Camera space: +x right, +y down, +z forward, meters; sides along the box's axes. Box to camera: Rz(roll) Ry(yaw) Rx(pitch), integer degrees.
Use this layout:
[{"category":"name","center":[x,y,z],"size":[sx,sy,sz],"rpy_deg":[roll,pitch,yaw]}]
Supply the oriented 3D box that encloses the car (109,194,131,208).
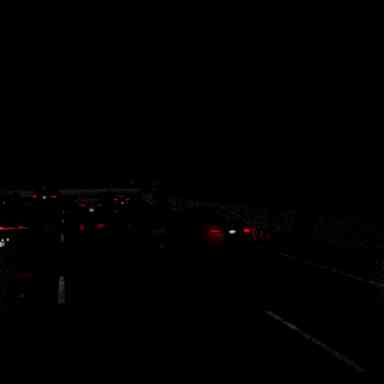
[{"category":"car","center":[-7.768,0.888,35.797],"size":[1.812,1.442,4.674],"rpy_deg":[0,1,-18]}]

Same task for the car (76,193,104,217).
[{"category":"car","center":[-7.859,1.041,25.477],"size":[1.812,1.442,4.674],"rpy_deg":[0,1,-21]}]

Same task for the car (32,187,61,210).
[{"category":"car","center":[-13.754,0.564,31.599],"size":[2.150,2.045,5.566],"rpy_deg":[0,1,-18]}]

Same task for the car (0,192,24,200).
[{"category":"car","center":[-17.656,0.772,32.312],"size":[2.128,1.511,4.902],"rpy_deg":[0,1,-18]}]

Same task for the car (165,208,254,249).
[{"category":"car","center":[0.448,1.352,13.577],"size":[2.033,1.411,5.357],"rpy_deg":[0,1,-21]}]

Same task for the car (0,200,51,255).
[{"category":"car","center":[-6.351,1.231,11.750],"size":[2.128,1.511,4.902],"rpy_deg":[0,1,-21]}]
